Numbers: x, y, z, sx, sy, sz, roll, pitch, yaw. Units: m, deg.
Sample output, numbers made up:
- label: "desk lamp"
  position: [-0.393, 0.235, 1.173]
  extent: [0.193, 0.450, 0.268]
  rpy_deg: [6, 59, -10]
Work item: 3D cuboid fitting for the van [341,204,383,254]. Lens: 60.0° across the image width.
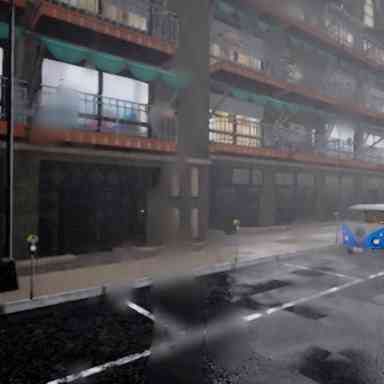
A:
- label: "van"
  position: [7.008, 1.321, 11.977]
  extent: [3.998, 1.788, 1.690]
  rpy_deg: [0, 1, -37]
